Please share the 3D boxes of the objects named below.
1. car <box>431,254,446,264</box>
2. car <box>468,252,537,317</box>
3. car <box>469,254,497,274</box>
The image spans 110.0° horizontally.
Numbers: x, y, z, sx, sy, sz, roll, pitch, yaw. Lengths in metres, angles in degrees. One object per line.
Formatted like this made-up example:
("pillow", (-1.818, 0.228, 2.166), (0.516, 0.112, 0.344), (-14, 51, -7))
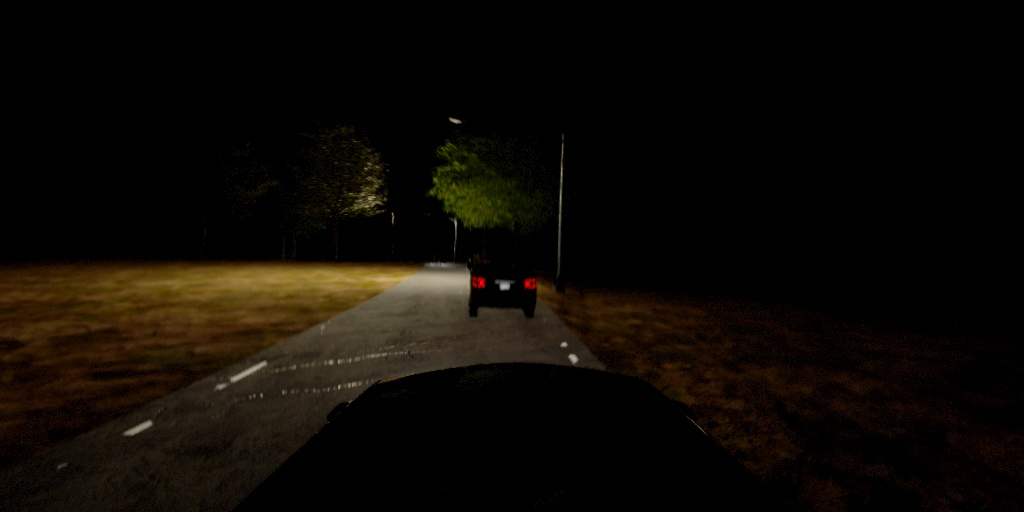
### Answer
("car", (-10.368, 0.425, 50.428), (1.895, 1.301, 4.718), (2, -1, -15))
("car", (-0.463, 0.886, 13.372), (2.150, 2.045, 5.566), (2, 2, -5))
("car", (-2.500, 0.593, 29.593), (1.837, 1.490, 4.892), (-1, 0, -10))
